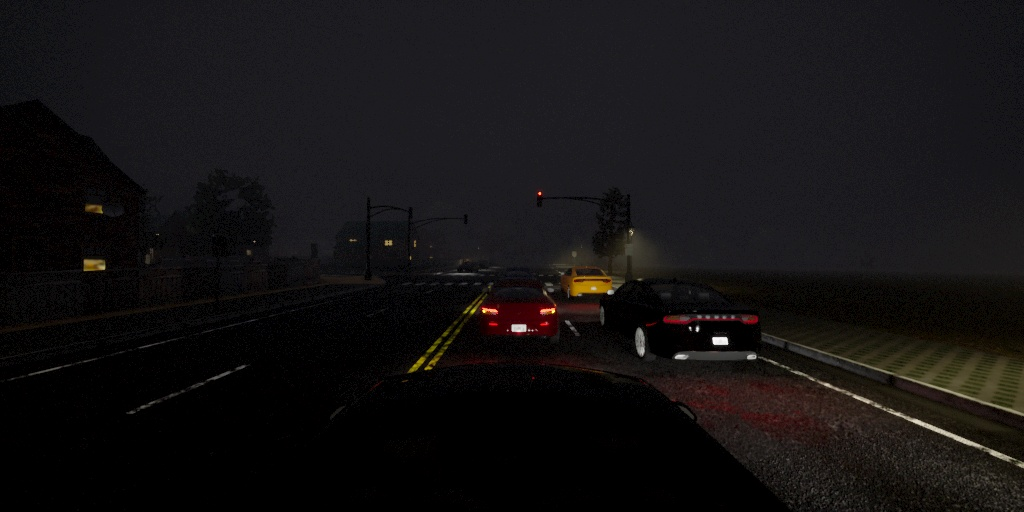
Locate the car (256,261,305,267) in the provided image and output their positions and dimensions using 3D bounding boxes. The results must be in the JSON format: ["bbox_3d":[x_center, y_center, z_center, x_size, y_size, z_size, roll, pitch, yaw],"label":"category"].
[{"bbox_3d":[-21.062,0.910,32.962,5.008,1.535,1.882,1,-1,16],"label":"car"}]

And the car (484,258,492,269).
[{"bbox_3d":[-4.800,1.323,57.275,1.882,1.535,5.008,0,0,4],"label":"car"}]

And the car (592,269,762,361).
[{"bbox_3d":[3.402,1.231,8.301,1.882,1.535,5.008,0,0,0],"label":"car"}]

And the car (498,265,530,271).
[{"bbox_3d":[0.281,1.289,18.582,1.812,1.442,4.674,0,0,0],"label":"car"}]

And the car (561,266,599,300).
[{"bbox_3d":[3.532,1.239,17.769,1.882,1.535,5.008,0,0,1],"label":"car"}]

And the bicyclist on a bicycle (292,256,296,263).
[{"bbox_3d":[-24.251,0.780,39.936,0.582,1.620,1.656,1,-1,15],"label":"bicyclist on a bicycle"}]

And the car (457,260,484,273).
[{"bbox_3d":[-5.448,1.365,45.529,2.033,1.411,5.357,0,0,6],"label":"car"}]

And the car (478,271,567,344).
[{"bbox_3d":[0.163,1.280,9.475,1.812,1.442,4.674,0,0,1],"label":"car"}]

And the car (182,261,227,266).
[{"bbox_3d":[-30.848,0.875,35.676,4.718,1.301,1.895,1,-1,16],"label":"car"}]
